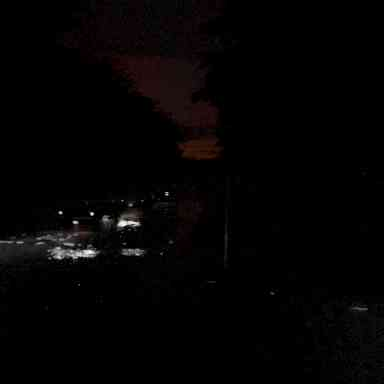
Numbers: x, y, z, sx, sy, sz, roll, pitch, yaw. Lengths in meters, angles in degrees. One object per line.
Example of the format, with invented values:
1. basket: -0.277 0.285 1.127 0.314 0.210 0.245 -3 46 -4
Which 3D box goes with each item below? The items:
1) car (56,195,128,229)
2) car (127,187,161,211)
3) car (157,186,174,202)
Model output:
1. car: -4.963 0.978 16.873 1.895 1.301 4.718 2 2 4
2. car: -4.206 0.593 26.390 2.128 1.511 4.902 1 2 5
3. car: -3.307 0.114 37.374 2.097 1.767 4.553 1 2 5
